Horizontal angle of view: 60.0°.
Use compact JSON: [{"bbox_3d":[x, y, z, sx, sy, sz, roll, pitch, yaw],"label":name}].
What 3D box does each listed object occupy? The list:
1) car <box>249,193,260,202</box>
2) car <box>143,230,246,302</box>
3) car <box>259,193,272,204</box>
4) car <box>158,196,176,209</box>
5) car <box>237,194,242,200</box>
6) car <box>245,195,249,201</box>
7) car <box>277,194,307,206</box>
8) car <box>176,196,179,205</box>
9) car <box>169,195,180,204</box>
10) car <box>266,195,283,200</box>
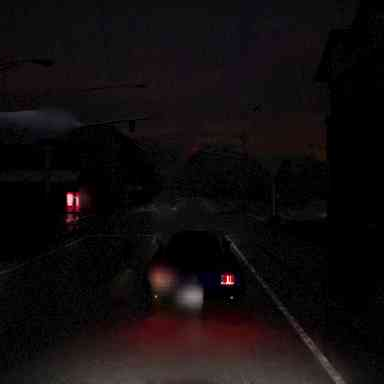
[{"bbox_3d":[14.160,1.092,67.411,3.866,1.878,1.905,0,0,0],"label":"car"},{"bbox_3d":[0.057,1.601,8.225,1.895,1.301,4.718,0,0,1],"label":"car"},{"bbox_3d":[14.162,1.169,54.617,5.027,1.636,2.152,0,0,0],"label":"car"},{"bbox_3d":[-3.596,1.505,46.505,1.837,1.490,4.892,0,0,0],"label":"car"},{"bbox_3d":[13.881,1.389,88.901,3.633,1.501,1.845,0,0,0],"label":"car"},{"bbox_3d":[13.747,1.113,70.317,4.605,1.855,1.932,0,0,0],"label":"car"},{"bbox_3d":[14.486,1.248,48.200,3.806,1.475,1.970,0,0,0],"label":"car"},{"bbox_3d":[-3.588,1.505,56.122,1.837,1.490,4.892,0,0,0],"label":"car"},{"bbox_3d":[-3.536,1.478,66.548,1.882,1.535,5.008,0,0,0],"label":"car"},{"bbox_3d":[21.302,1.399,85.922,3.806,1.475,1.970,0,0,0],"label":"car"}]
